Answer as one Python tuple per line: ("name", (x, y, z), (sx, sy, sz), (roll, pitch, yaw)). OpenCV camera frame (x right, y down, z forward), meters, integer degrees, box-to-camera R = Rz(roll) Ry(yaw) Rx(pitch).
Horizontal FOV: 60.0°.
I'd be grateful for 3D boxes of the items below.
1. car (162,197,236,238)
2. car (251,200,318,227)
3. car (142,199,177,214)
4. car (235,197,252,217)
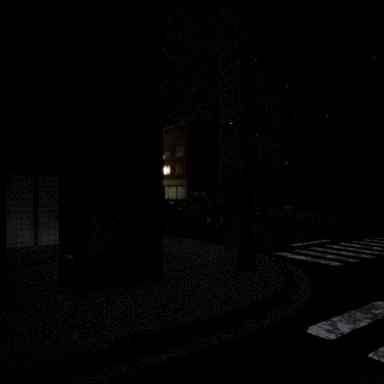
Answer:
("car", (-0.284, 1.284, 17.912), (2.192, 1.841, 5.009), (0, 0, -35))
("car", (6.162, 1.529, 22.694), (1.752, 1.417, 4.829), (0, 0, -35))
("car", (-3.611, 1.529, 36.441), (1.887, 1.381, 4.507), (0, 0, -35))
("car", (2.971, 1.312, 27.184), (2.192, 1.841, 5.009), (0, 0, -35))
